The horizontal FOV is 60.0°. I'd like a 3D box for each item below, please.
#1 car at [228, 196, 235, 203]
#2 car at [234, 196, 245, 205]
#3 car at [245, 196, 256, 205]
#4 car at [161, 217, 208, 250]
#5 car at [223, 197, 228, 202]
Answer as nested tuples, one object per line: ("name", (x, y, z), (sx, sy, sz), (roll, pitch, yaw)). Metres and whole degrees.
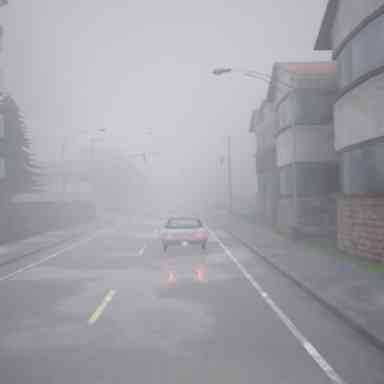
("car", (11.496, 1.832, 81.041), (3.866, 1.878, 1.905), (-1, -1, -2))
("car", (11.936, 1.737, 68.254), (5.027, 1.636, 2.152), (-1, -1, -2))
("car", (12.481, 1.722, 61.852), (3.806, 1.475, 1.970), (-1, -1, -2))
("car", (-0.375, 1.808, 15.508), (1.895, 1.301, 4.718), (-1, -1, -2))
("car", (10.985, 1.901, 83.930), (4.605, 1.855, 1.932), (-1, -1, -2))
